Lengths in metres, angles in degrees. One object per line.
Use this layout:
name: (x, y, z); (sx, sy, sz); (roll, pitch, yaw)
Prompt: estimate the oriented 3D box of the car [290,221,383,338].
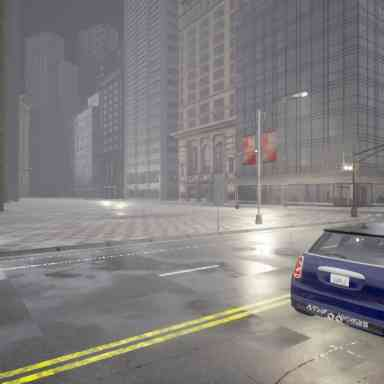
car: (3.965, 1.352, 6.286); (4.553, 1.767, 2.097); (0, 0, -36)
